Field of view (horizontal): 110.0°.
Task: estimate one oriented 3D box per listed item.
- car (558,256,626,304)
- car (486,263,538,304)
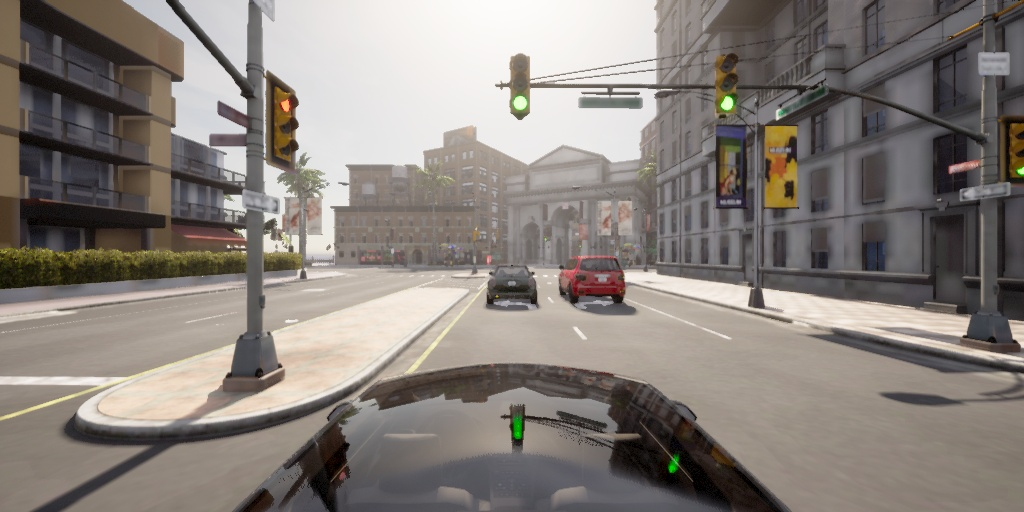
[{"bbox_3d":[3.500,1.007,16.530,2.150,2.045,5.566,0,0,0],"label":"car"},{"bbox_3d":[0.000,1.115,16.470,2.097,1.767,4.553,0,0,0],"label":"car"}]
